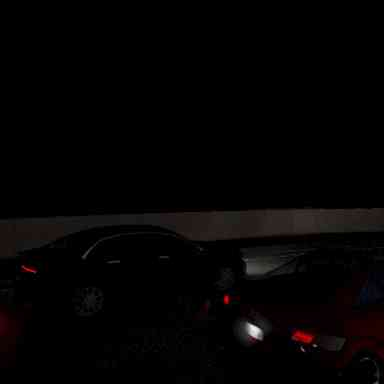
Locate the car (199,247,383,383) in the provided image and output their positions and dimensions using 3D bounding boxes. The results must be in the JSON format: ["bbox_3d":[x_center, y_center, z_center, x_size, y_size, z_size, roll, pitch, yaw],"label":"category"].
[{"bbox_3d":[2.443,1.549,4.764,4.181,1.385,1.994,0,0,-30],"label":"car"}]

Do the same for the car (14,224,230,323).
[{"bbox_3d":[-1.027,1.462,7.100,4.892,1.490,1.837,0,0,-31],"label":"car"}]
